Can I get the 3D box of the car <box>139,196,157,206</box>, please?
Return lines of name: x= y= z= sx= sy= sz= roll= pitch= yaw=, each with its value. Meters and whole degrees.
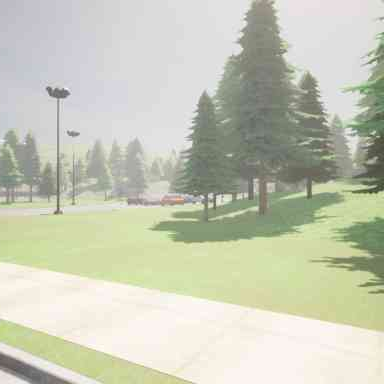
car: x=-6.299 y=1.602 z=56.371 sx=1.895 sy=1.301 sz=4.718 roll=0 pitch=0 yaw=32

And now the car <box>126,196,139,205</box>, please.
car: x=-9.320 y=1.493 z=58.143 sx=2.128 sy=1.511 sz=4.902 roll=0 pitch=0 yaw=32

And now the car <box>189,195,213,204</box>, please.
car: x=2.018 y=1.223 z=63.437 sx=2.150 sy=2.045 sz=5.566 roll=0 pitch=0 yaw=31

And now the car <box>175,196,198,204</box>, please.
car: x=-0.991 y=1.549 z=65.226 sx=2.033 sy=1.411 sz=5.357 roll=0 pitch=0 yaw=31

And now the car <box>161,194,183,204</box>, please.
car: x=-3.999 y=1.354 z=67.015 sx=2.097 sy=1.767 sz=4.553 roll=0 pitch=0 yaw=31

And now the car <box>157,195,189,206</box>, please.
car: x=-3.093 y=1.353 z=54.900 sx=2.097 sy=1.767 sz=4.553 roll=0 pitch=0 yaw=32
